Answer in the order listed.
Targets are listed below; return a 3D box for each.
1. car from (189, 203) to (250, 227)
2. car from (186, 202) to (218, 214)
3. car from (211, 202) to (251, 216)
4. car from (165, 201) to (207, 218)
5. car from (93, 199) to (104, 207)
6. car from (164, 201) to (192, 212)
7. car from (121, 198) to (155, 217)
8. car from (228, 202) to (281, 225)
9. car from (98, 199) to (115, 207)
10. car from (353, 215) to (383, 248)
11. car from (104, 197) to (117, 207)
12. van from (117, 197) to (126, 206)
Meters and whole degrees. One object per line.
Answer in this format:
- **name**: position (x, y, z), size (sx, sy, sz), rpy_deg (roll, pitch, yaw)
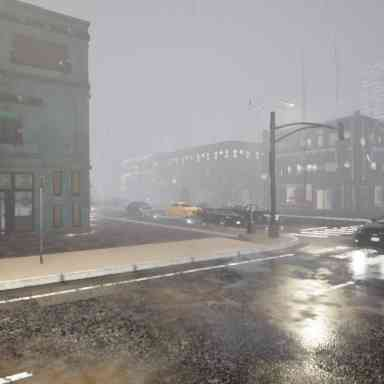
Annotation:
- **car**: position (2.028, 1.814, 25.242), size (1.947, 1.339, 4.313), rpy_deg (-1, 0, -35)
- **car**: position (1.150, 1.903, 41.494), size (1.802, 1.307, 4.206), rpy_deg (-1, 0, -35)
- **car**: position (4.291, 1.809, 36.937), size (2.008, 1.369, 4.403), rpy_deg (-2, 0, -35)
- **car**: position (-0.917, 1.803, 34.305), size (1.882, 1.535, 5.008), rpy_deg (-1, 0, -34)
- **car**: position (-19.488, 2.190, 66.864), size (2.128, 1.511, 4.902), rpy_deg (-1, 0, -35)
- **car**: position (-1.991, 1.966, 46.050), size (1.802, 1.307, 4.206), rpy_deg (-1, 0, -35)
- **car**: position (-5.752, 1.846, 36.735), size (1.967, 1.590, 4.097), rpy_deg (-1, 0, -35)
- **car**: position (4.769, 1.702, 26.075), size (2.128, 1.511, 4.902), rpy_deg (-1, 0, -33)
- **car**: position (-17.703, 2.228, 68.835), size (1.887, 1.381, 4.507), rpy_deg (-1, 0, -35)
- **car**: position (8.399, 1.562, 13.411), size (4.181, 1.385, 1.994), rpy_deg (0, 0, -35)
- **car**: position (-14.566, 1.940, 64.278), size (2.192, 1.841, 5.009), rpy_deg (-1, 0, -35)
- **van**: position (-11.424, 1.907, 59.721), size (1.690, 1.788, 3.998), rpy_deg (-1, 0, -35)
